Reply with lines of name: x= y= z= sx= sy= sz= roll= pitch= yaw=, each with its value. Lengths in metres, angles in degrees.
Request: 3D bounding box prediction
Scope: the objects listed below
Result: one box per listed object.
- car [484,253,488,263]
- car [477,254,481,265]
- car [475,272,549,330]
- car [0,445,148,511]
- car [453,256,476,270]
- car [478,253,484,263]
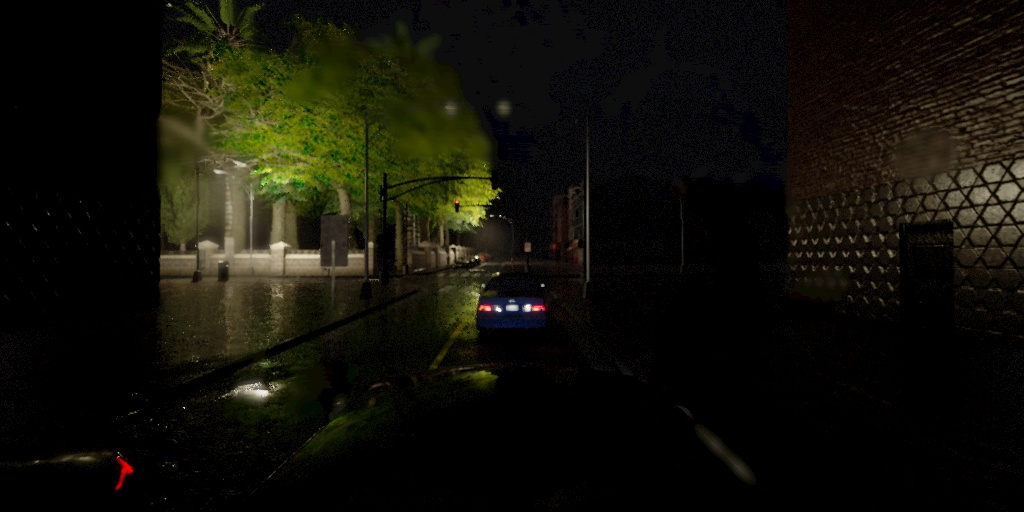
car: x=-5.640 y=0.528 z=63.342 sx=1.802 sy=1.307 sz=4.207 roll=0 pitch=0 yaw=0
car: x=-5.521 y=0.691 z=46.994 sx=2.007 sy=1.370 sz=4.403 roll=0 pitch=0 yaw=0
car: x=0.026 y=1.174 z=10.528 sx=2.033 sy=1.411 sz=5.357 roll=0 pitch=1 yaw=1
car: x=-2.840 y=1.336 z=0.103 sx=1.994 sy=1.385 sz=4.181 roll=0 pitch=1 yaw=0
car: x=-5.497 y=0.782 z=39.859 sx=2.007 sy=1.370 sz=4.403 roll=0 pitch=0 yaw=0
car: x=-5.561 y=0.639 z=52.443 sx=1.948 sy=1.339 sz=4.313 roll=0 pitch=0 yaw=0
